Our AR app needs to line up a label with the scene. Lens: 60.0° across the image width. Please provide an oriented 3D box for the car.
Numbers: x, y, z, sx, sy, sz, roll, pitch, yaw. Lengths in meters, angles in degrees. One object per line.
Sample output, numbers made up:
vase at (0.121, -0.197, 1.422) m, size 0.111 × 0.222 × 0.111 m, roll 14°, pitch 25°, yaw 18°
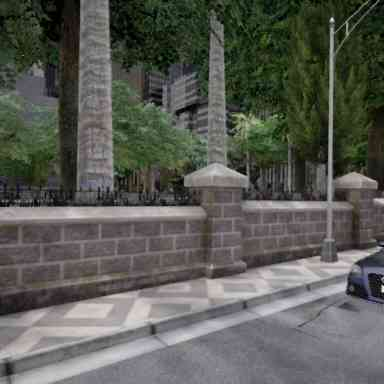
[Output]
car at (5.125, 1.565, 7.030) m, size 4.181 × 1.385 × 1.994 m, roll 0°, pitch 0°, yaw -35°
